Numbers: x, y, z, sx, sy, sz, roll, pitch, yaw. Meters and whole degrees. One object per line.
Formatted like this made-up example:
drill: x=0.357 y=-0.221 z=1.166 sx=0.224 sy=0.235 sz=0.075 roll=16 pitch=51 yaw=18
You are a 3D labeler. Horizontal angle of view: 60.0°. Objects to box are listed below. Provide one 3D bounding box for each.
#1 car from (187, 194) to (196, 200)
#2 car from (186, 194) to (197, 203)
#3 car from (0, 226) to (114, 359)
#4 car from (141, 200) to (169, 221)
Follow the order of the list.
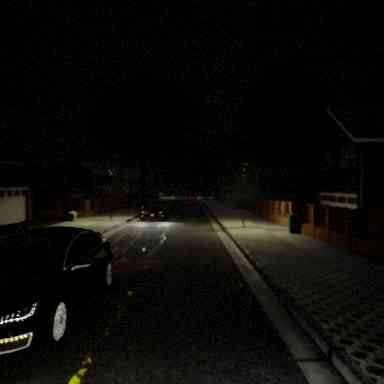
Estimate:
car: x=-0.075 y=1.126 z=72.966 sx=1.895 sy=1.301 sz=4.718 roll=0 pitch=0 yaw=0
car: x=-0.064 y=1.211 z=62.513 sx=1.837 sy=1.490 sz=4.892 roll=0 pitch=0 yaw=0
car: x=-2.821 y=1.495 z=6.349 sx=1.837 sy=1.490 sz=4.892 roll=0 pitch=0 yaw=0
car: x=-2.835 y=1.429 z=26.182 sx=1.837 sy=1.490 sz=4.892 roll=0 pitch=0 yaw=0
